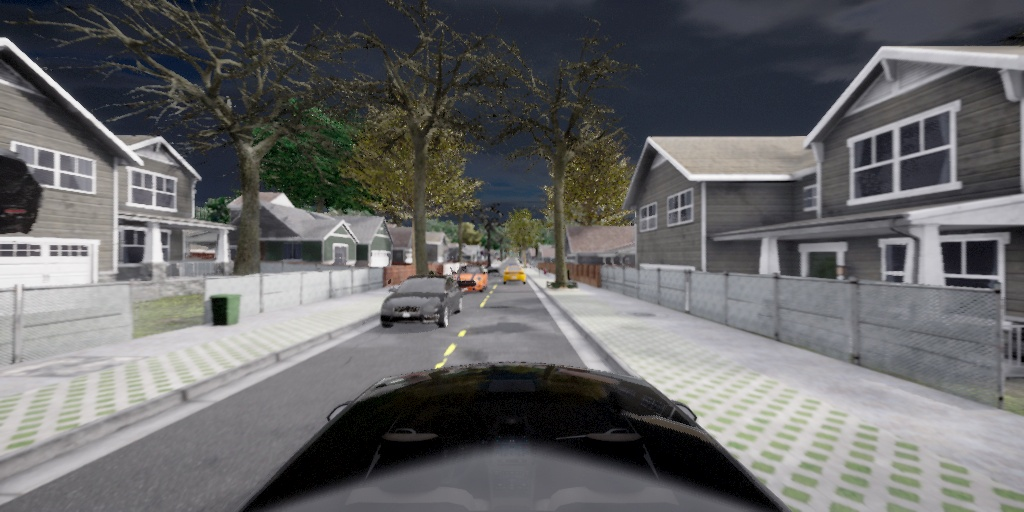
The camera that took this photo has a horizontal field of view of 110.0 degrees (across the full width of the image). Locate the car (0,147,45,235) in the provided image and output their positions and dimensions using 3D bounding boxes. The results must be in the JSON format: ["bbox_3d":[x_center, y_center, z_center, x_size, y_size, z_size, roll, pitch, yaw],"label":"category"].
[{"bbox_3d":[-5.305,-0.692,1.221,1.837,1.490,4.892,-1,-1,0],"label":"car"}]

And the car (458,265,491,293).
[{"bbox_3d":[-2.745,1.389,23.504,2.097,1.767,4.553,0,-1,0],"label":"car"}]

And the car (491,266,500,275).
[{"bbox_3d":[-2.668,2.086,52.749,1.895,1.301,4.718,0,-1,0],"label":"car"}]

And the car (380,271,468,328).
[{"bbox_3d":[-2.813,1.388,12.029,1.837,1.490,4.892,0,-1,0],"label":"car"}]

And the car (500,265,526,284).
[{"bbox_3d":[0.198,1.640,32.056,1.882,1.535,5.008,0,-1,0],"label":"car"}]
